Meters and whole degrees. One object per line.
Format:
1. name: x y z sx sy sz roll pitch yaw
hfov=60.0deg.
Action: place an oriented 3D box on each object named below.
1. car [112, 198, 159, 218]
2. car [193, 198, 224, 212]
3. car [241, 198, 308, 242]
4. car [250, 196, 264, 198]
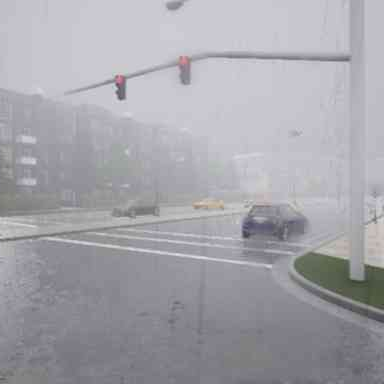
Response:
1. car: -5.036 1.353 29.940 2.097 1.767 4.553 0 0 35
2. car: 2.056 1.479 40.052 1.882 1.535 5.008 0 0 35
3. car: 4.316 1.353 16.885 2.097 1.767 4.553 0 0 35
4. car: 9.786 1.354 51.042 2.097 1.767 4.553 0 0 35
